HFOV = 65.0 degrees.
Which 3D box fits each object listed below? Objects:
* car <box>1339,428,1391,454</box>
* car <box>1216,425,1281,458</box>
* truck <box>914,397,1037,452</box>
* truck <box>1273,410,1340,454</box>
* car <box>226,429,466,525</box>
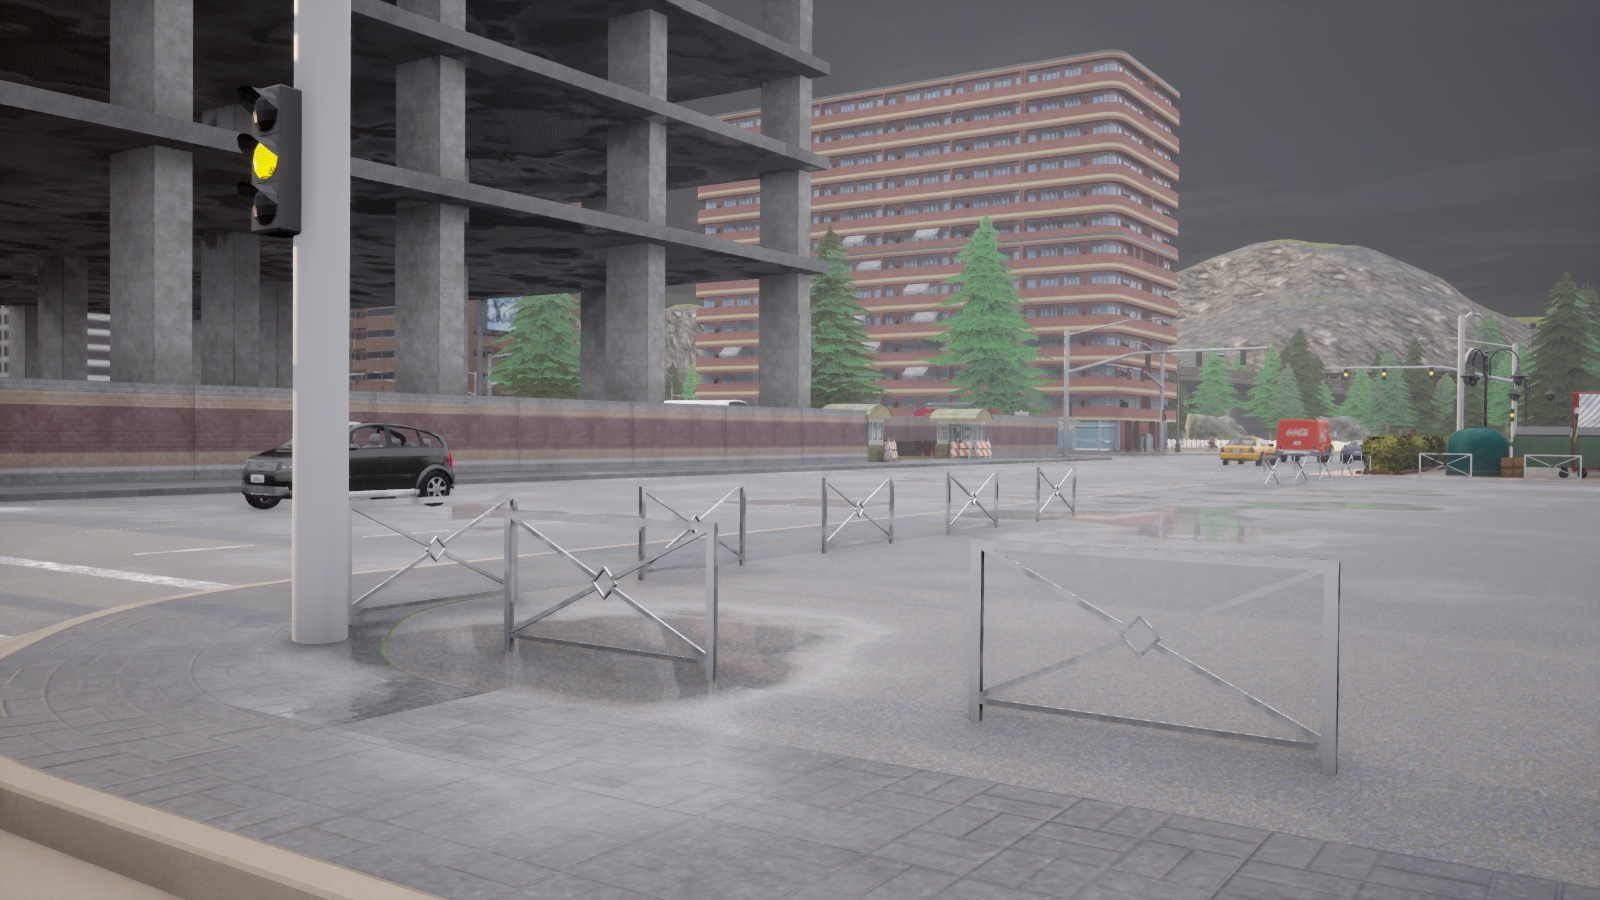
[{"bbox_3d":[31.218,-0.470,69.356,1.994,1.385,4.181,0,0,33],"label":"car"},{"bbox_3d":[22.207,-0.433,62.051,1.801,1.575,5.366,0,1,33],"label":"car"},{"bbox_3d":[12.721,-1.797,91.465,8.468,3.827,2.891,0,1,34],"label":"truck"},{"bbox_3d":[29.583,-1.041,73.233,2.627,2.467,5.204,0,1,33],"label":"truck"},{"bbox_3d":[-8.051,0.419,22.541,1.789,1.549,3.705,0,1,33],"label":"car"}]
